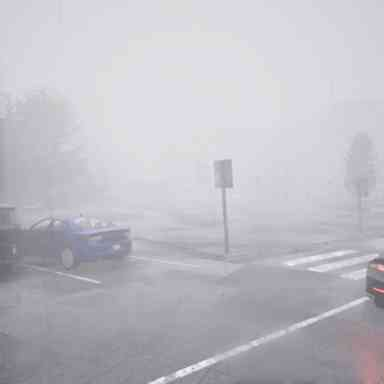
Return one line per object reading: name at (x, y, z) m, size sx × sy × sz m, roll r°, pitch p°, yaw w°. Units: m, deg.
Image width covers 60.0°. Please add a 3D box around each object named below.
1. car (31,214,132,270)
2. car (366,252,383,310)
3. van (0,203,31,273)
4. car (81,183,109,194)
car at (-4.211, 1.493, 11.120) m, size 5.008 × 1.535 × 2.097 m, roll -1°, pitch 0°, yaw 35°
car at (5.282, 1.477, 6.536) m, size 4.902 × 1.511 × 2.128 m, roll 0°, pitch 0°, yaw -37°
van at (-6.769, 1.274, 9.471) m, size 4.442 × 1.987 × 1.878 m, roll -1°, pitch 0°, yaw 35°
car at (-15.357, -0.623, 54.497) m, size 2.163 × 1.488 × 4.792 m, roll 1°, pitch 6°, yaw 16°
